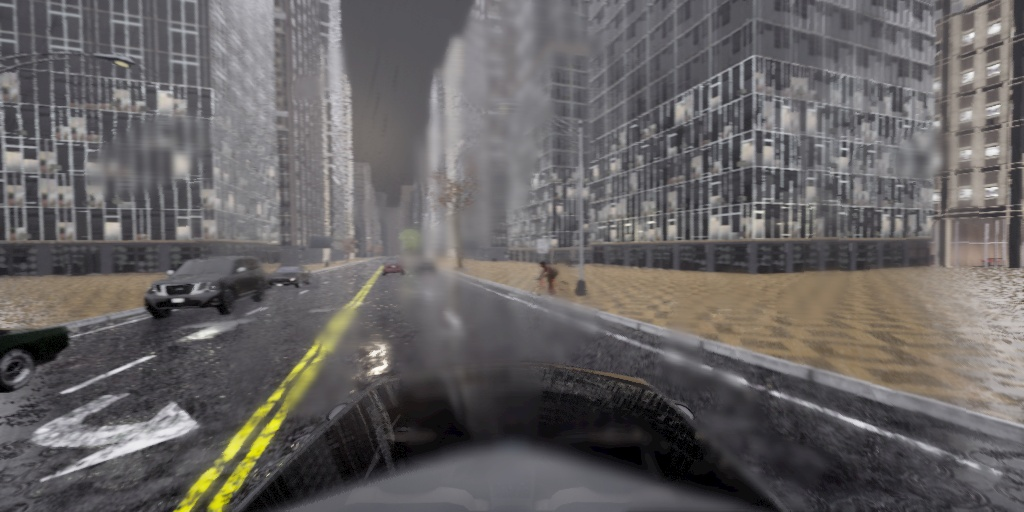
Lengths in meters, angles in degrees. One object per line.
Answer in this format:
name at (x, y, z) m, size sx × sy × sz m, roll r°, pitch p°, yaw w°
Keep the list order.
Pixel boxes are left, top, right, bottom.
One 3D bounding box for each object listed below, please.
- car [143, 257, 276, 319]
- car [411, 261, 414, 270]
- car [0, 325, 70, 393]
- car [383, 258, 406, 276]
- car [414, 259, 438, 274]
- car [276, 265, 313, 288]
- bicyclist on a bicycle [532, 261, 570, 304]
car at (-11.494, 1.055, 14.028) m, size 2.150 × 2.045 × 5.566 m, roll -1°, pitch 1°, yaw -18°
car at (-12.209, 1.100, 47.238) m, size 2.033 × 1.411 × 5.357 m, roll -1°, pitch 1°, yaw -18°
car at (-8.123, 1.466, 4.012) m, size 1.895 × 1.301 × 4.718 m, roll -1°, pitch 1°, yaw -18°
car at (-11.848, 0.996, 36.045) m, size 2.097 × 1.767 × 4.553 m, roll -1°, pitch 0°, yaw -18°
car at (-8.880, 1.088, 37.367) m, size 1.837 × 1.490 × 4.892 m, roll -1°, pitch 1°, yaw -18°
car at (-14.866, 1.348, 24.137) m, size 2.033 × 1.411 × 5.357 m, roll -1°, pitch 1°, yaw -19°
bicyclist on a bicycle at (1.443, 0.976, 13.867) m, size 1.656 × 1.620 × 0.582 m, roll -11°, pitch 4°, yaw -18°
